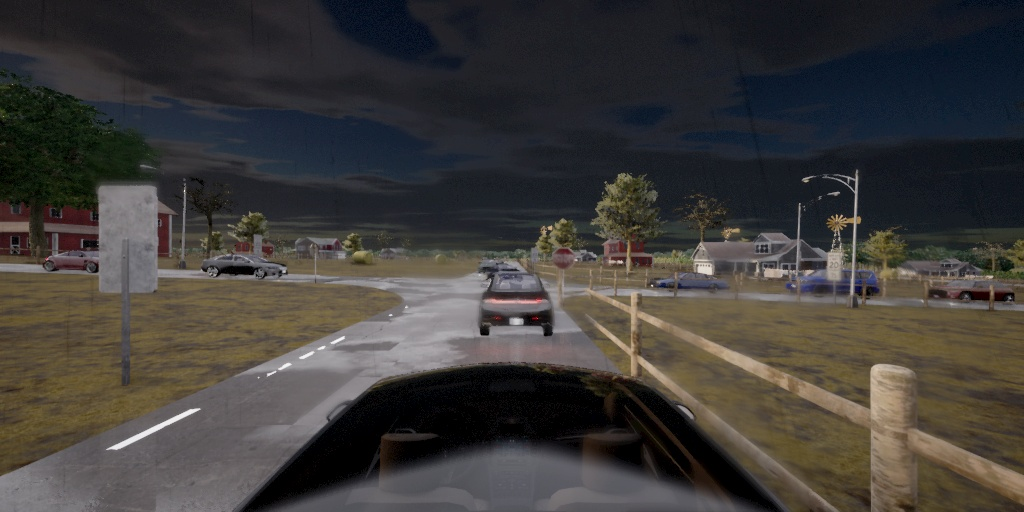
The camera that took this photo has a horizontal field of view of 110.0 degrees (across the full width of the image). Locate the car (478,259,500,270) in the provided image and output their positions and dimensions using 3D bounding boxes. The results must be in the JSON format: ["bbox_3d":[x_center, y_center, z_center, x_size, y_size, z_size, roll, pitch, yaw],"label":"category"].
[{"bbox_3d":[-2.778,1.135,42.273,2.097,1.767,4.553,0,0,0],"label":"car"}]

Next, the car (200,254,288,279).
[{"bbox_3d":[-17.100,0.645,23.068,4.902,1.511,2.128,2,0,0],"label":"car"}]

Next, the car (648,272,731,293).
[{"bbox_3d":[12.783,1.860,25.972,5.357,1.411,2.033,2,0,-1],"label":"car"}]

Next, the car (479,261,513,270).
[{"bbox_3d":[-0.701,1.345,28.694,1.994,1.385,4.181,1,0,-27],"label":"car"}]

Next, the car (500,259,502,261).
[{"bbox_3d":[-2.741,1.306,55.070,1.837,1.490,4.892,0,0,0],"label":"car"}]

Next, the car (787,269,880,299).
[{"bbox_3d":[23.252,1.951,26.007,5.566,2.045,2.150,2,0,0],"label":"car"}]

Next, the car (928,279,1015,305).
[{"bbox_3d":[33.060,2.483,25.996,4.553,1.767,2.097,2,0,0],"label":"car"}]

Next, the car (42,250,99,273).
[{"bbox_3d":[-27.149,0.345,23.073,4.181,1.385,1.994,2,0,0],"label":"car"}]

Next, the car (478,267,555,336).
[{"bbox_3d":[0.111,1.246,10.383,2.128,1.511,4.902,0,0,0],"label":"car"}]

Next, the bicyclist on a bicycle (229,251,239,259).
[{"bbox_3d":[-22.577,0.419,29.056,0.582,1.620,1.656,2,0,0],"label":"bicyclist on a bicycle"}]
